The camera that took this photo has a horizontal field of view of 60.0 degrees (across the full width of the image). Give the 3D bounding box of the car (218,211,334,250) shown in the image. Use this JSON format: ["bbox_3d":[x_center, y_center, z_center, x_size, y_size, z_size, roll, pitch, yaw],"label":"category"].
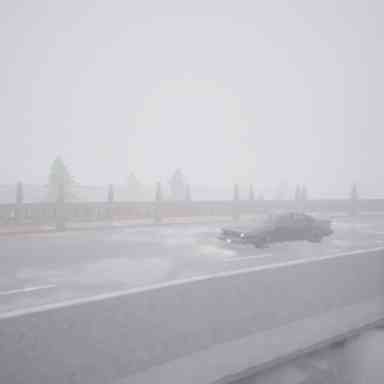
[{"bbox_3d":[3.766,1.533,14.418,5.357,1.411,2.033,0,0,-30],"label":"car"}]
